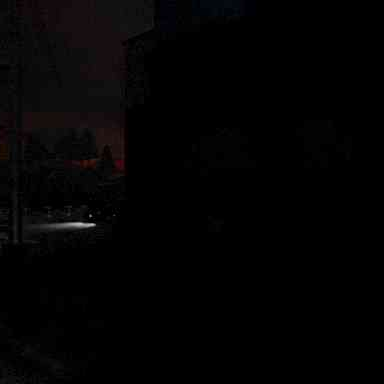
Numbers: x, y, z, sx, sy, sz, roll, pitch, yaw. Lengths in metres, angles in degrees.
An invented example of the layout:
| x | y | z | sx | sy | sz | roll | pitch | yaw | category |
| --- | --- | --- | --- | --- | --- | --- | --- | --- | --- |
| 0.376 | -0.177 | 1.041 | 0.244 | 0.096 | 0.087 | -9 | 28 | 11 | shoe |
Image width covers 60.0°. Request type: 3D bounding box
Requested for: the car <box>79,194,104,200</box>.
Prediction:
| x | y | z | sx | sy | sz | roll | pitch | yaw | category |
| --- | --- | --- | --- | --- | --- | --- | --- | --- | --- |
| -15.047 | 1.202 | 49.051 | 1.932 | 1.855 | 4.605 | 0 | 0 | 35 | car |

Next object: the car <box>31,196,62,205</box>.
| x | y | z | sx | sy | sz | roll | pitch | yaw | category |
| --- | --- | --- | --- | --- | --- | --- | --- | --- | --- |
| -24.776 | 1.429 | 56.862 | 2.007 | 1.523 | 4.514 | 0 | 0 | 35 | car |

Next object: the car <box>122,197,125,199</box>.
| x | y | z | sx | sy | sz | roll | pitch | yaw | category |
| --- | --- | --- | --- | --- | --- | --- | --- | --- | --- |
| -10.154 | 1.466 | 55.977 | 1.970 | 1.475 | 3.806 | 0 | 0 | 35 | car |

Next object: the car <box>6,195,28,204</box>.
| x | y | z | sx | sy | sz | roll | pitch | yaw | category |
| --- | --- | --- | --- | --- | --- | --- | --- | --- | --- |
| -32.887 | 1.472 | 62.698 | 1.845 | 1.501 | 3.633 | 0 | 0 | 35 | car |

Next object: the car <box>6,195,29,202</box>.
| x | y | z | sx | sy | sz | roll | pitch | yaw | category |
| --- | --- | --- | --- | --- | --- | --- | --- | --- | --- |
| -40.662 | 1.524 | 77.601 | 2.007 | 1.523 | 4.514 | 0 | 0 | 35 | car |

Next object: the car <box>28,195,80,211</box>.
| x | y | z | sx | sy | sz | roll | pitch | yaw | category |
| --- | --- | --- | --- | --- | --- | --- | --- | --- | --- |
| -15.206 | 1.387 | 36.870 | 2.007 | 1.523 | 4.514 | 0 | 0 | 35 | car |

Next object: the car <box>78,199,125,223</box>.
| x | y | z | sx | sy | sz | roll | pitch | yaw | category |
| --- | --- | --- | --- | --- | --- | --- | --- | --- | --- |
| -5.644 | 1.428 | 23.911 | 1.994 | 1.385 | 4.181 | 0 | 0 | 36 | car |

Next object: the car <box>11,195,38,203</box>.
| x | y | z | sx | sy | sz | roll | pitch | yaw | category |
| --- | --- | --- | --- | --- | --- | --- | --- | --- | --- |
| -38.078 | 1.509 | 75.823 | 2.152 | 1.636 | 5.027 | 0 | 0 | 35 | car |
